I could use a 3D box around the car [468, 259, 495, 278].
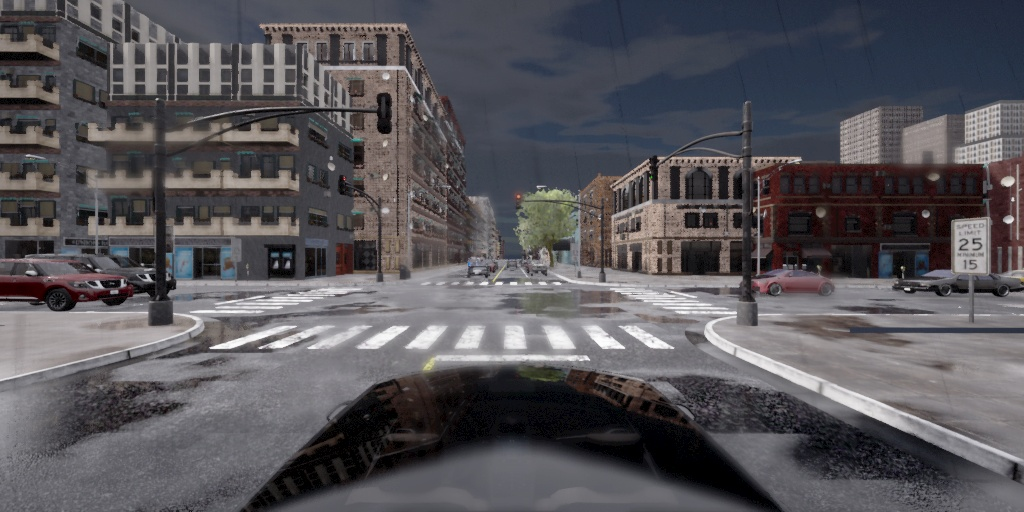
[{"bbox_3d":[-3.105,1.266,34.360,2.128,1.511,4.902,0,0,0],"label":"car"}]

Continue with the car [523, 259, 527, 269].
[{"bbox_3d":[2.687,1.228,42.707,1.967,1.591,4.097,0,0,0],"label":"car"}]

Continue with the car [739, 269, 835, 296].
[{"bbox_3d":[14.717,1.387,19.308,4.181,1.385,1.994,0,0,0],"label":"car"}]

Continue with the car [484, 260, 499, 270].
[{"bbox_3d":[-3.090,1.372,54.476,1.994,1.385,4.181,0,0,0],"label":"car"}]

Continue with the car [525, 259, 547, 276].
[{"bbox_3d":[2.687,1.330,37.010,2.007,1.370,4.403,0,0,0],"label":"car"}]

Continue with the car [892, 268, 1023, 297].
[{"bbox_3d":[24.018,1.412,19.376,5.357,1.411,2.033,0,0,0],"label":"car"}]

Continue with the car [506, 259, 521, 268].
[{"bbox_3d":[-0.005,1.319,63.366,2.128,1.511,4.902,0,0,0],"label":"car"}]

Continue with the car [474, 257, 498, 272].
[{"bbox_3d":[-3.102,1.143,44.254,2.097,1.767,4.553,0,0,0],"label":"car"}]

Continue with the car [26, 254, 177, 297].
[{"bbox_3d":[-18.310,0.916,15.869,5.566,2.045,2.150,0,0,0],"label":"car"}]

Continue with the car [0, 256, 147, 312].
[{"bbox_3d":[-17.278,1.013,13.289,5.009,1.841,2.192,0,0,0],"label":"car"}]
